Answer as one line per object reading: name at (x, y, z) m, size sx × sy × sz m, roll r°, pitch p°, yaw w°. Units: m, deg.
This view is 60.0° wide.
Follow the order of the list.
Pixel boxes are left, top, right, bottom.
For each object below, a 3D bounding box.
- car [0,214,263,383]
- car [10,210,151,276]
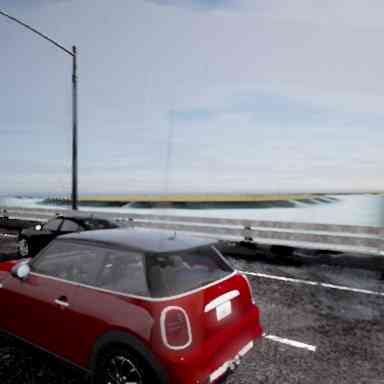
car at (-1.370, 1.351, 4.979) m, size 4.553 × 1.767 × 2.097 m, roll 0°, pitch 0°, yaw 36°
car at (-3.869, 1.474, 11.079) m, size 5.008 × 1.535 × 1.882 m, roll 0°, pitch 0°, yaw 36°
